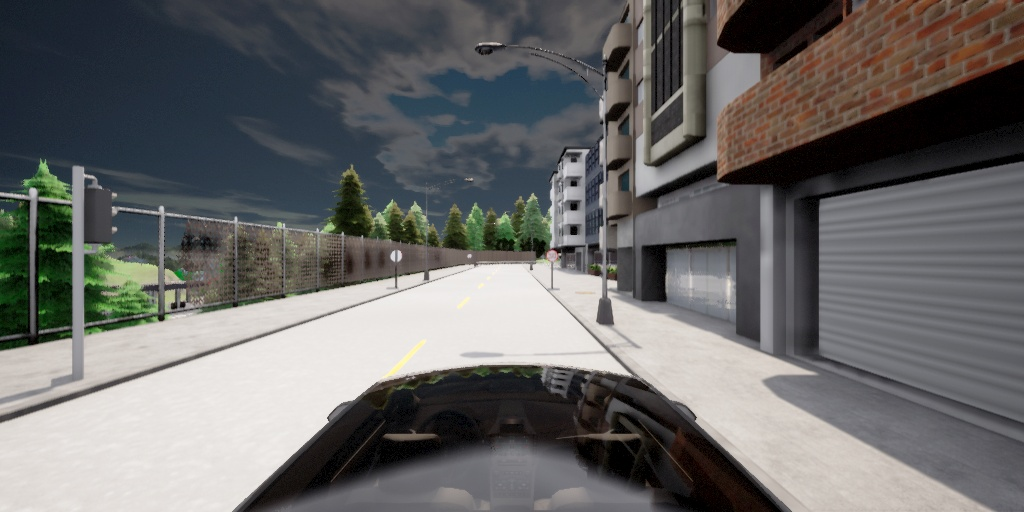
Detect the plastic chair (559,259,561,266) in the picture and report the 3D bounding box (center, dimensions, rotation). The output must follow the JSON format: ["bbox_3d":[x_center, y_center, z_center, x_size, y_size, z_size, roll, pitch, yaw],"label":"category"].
[{"bbox_3d":[9.254,1.263,64.026,0.750,1.272,0.730,0,0,10],"label":"plastic chair"}]
